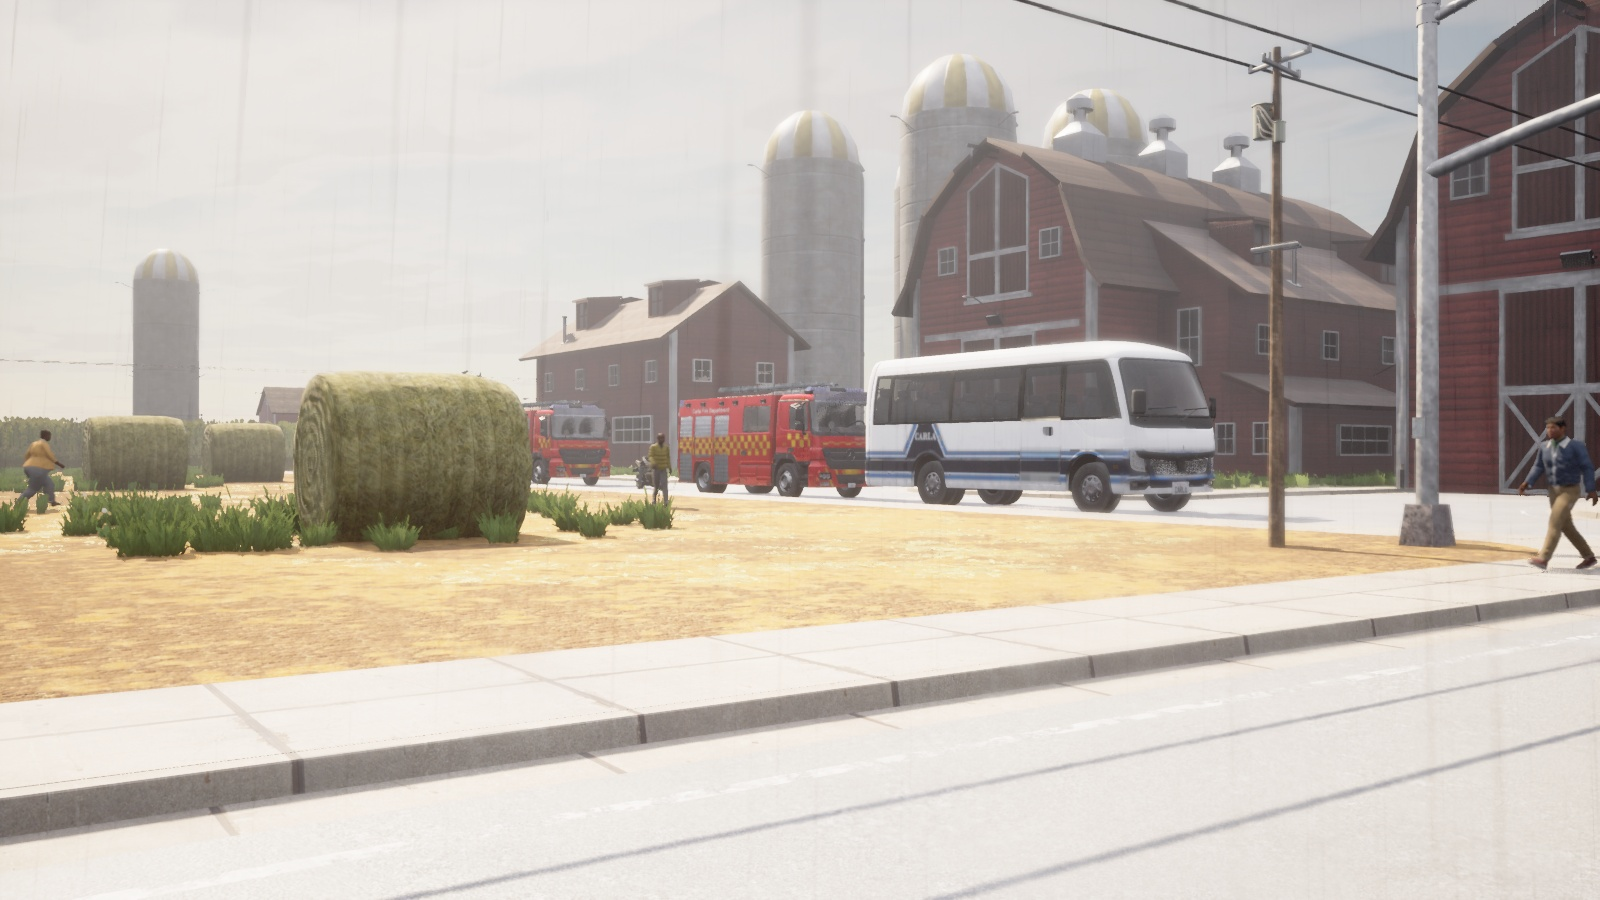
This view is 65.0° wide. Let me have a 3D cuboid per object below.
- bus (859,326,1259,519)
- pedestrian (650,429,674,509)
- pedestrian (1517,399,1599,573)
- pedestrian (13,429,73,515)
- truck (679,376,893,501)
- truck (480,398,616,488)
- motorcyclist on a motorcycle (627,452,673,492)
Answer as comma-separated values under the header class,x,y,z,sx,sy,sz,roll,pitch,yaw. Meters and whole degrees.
class,x,y,z,sx,sy,sz,roll,pitch,yaw
bus,6.317,-0.595,32.948,3.944,4.253,10.273,0,0,-36
pedestrian,-3.244,0.443,29.525,0.370,1.835,0.726,0,0,-23
pedestrian,8.702,0.407,14.372,0.788,1.949,0.423,0,0,-15
pedestrian,-16.798,0.474,27.867,0.874,1.855,0.900,0,0,39
truck,-0.707,-0.342,42.652,2.891,3.827,8.468,0,0,-36
truck,-11.783,-0.280,57.959,2.891,3.827,8.468,0,0,-36
motorcyclist on a motorcycle,-5.971,0.870,49.922,0.866,1.530,2.191,-1,0,-36
